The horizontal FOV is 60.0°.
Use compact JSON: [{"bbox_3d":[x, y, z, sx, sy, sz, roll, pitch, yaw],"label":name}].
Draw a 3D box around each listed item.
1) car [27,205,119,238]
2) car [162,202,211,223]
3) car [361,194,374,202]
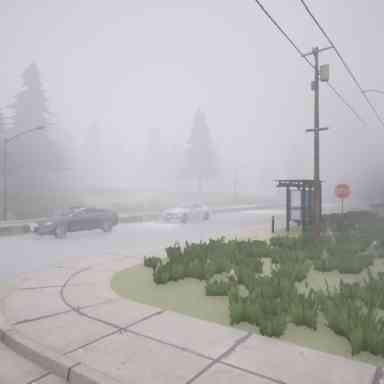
[{"bbox_3d":[-6.150,1.490,17.760,2.128,1.511,4.902,0,0,36],"label":"car"},{"bbox_3d":[-0.305,1.524,25.833,1.812,1.442,4.674,0,0,36],"label":"car"},{"bbox_3d":[40.428,1.354,76.459,2.097,1.767,4.553,0,0,36],"label":"car"}]
